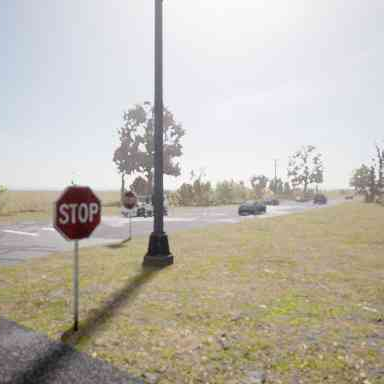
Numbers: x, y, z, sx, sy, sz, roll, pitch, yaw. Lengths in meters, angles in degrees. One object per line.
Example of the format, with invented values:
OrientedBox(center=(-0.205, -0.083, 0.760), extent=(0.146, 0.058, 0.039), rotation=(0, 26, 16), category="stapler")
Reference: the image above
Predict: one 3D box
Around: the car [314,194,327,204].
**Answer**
OrientedBox(center=(27.411, 1.435, 70.772), extent=(2.150, 2.045, 5.566), rotation=(0, 0, 27), category="car")

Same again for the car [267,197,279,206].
OrientedBox(center=(14.113, 1.660, 60.077), extent=(1.882, 1.535, 5.008), rotation=(0, 0, 34), category="car")

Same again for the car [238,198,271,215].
OrientedBox(center=(6.704, 1.684, 36.508), extent=(1.994, 1.385, 4.181), rotation=(0, 0, 34), category="car")

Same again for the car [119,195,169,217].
OrientedBox(center=(-4.520, 1.333, 32.388), extent=(2.150, 2.045, 5.566), rotation=(0, 0, 34), category="car")

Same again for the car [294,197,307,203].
OrientedBox(center=(24.731, 1.754, 75.851), extent=(1.994, 1.385, 4.181), rotation=(0, 0, 34), category="car")
